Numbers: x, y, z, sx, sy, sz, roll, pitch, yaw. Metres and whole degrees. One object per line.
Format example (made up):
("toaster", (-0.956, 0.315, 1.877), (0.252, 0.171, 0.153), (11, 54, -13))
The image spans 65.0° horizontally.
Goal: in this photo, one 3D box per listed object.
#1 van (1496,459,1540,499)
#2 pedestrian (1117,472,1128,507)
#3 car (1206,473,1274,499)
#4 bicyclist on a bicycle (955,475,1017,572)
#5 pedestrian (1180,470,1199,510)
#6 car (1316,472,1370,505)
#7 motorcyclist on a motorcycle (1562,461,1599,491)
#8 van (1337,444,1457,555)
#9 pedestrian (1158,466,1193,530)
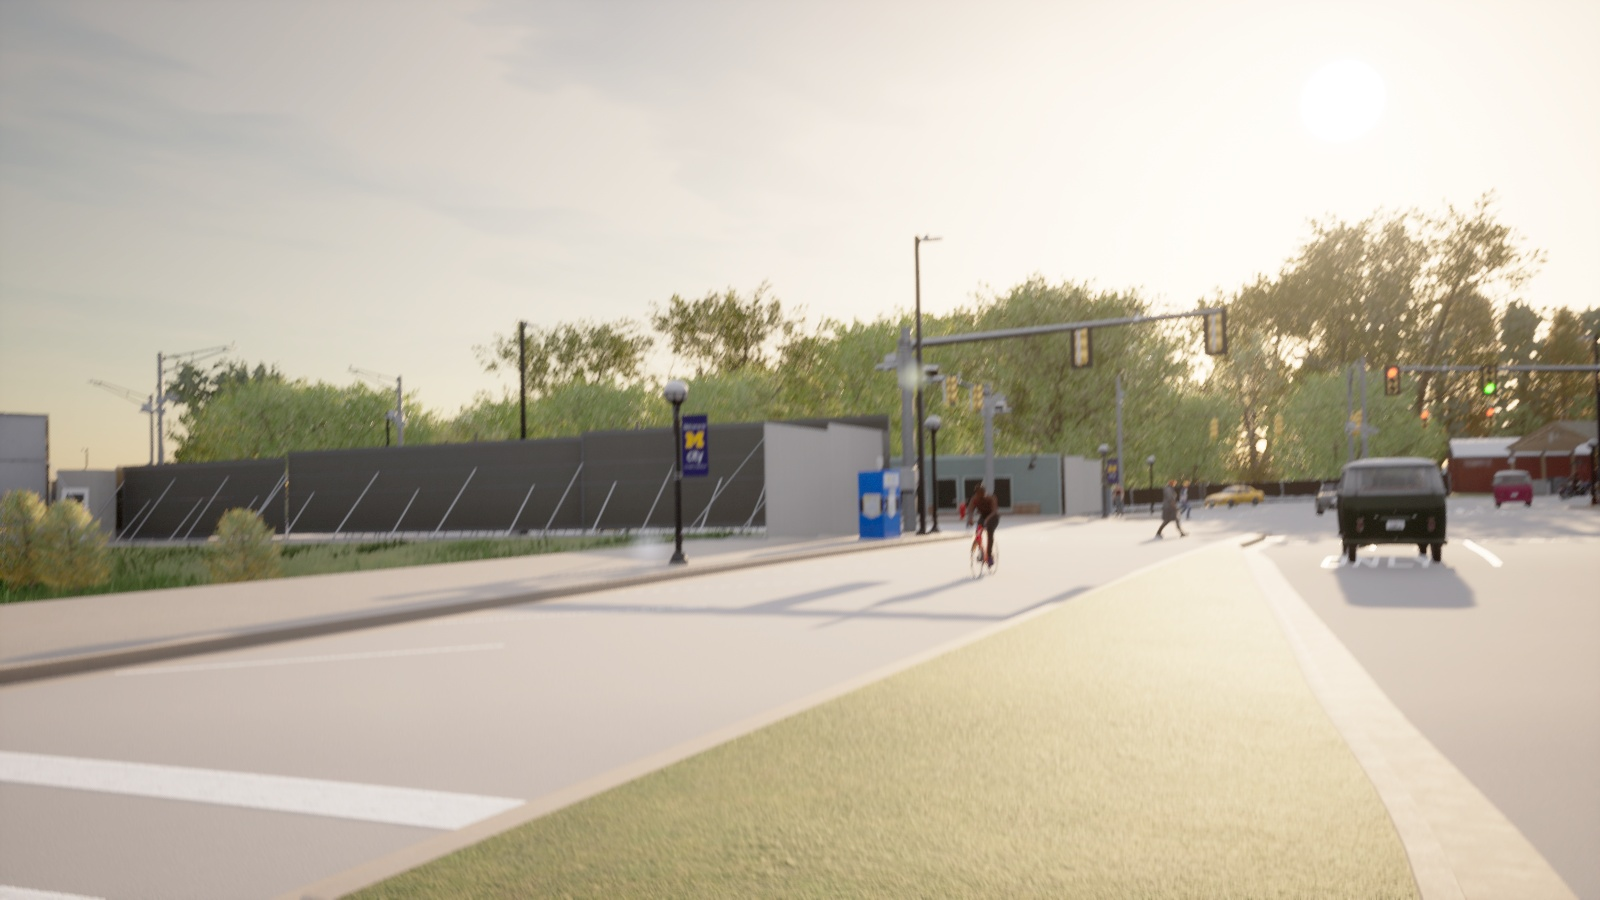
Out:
("van", (39.507, 1.577, 69.137), (1.775, 1.987, 4.442), (-4, -1, 27))
("pedestrian", (17.330, 2.130, 67.487), (0.345, 1.836, 0.594), (-2, -1, 29))
("car", (31.652, 2.606, 90.281), (5.366, 1.575, 1.801), (-2, -1, -36))
("bicyclist on a bicycle", (3.278, 1.267, 22.046), (0.582, 1.620, 1.656), (-2, -1, 25))
("pedestrian", (18.206, 1.876, 58.693), (0.706, 1.836, 0.354), (-2, -1, 41))
("car", (25.983, 1.870, 60.245), (2.128, 1.511, 4.902), (-2, -3, 21))
("motorcyclist on a motorcycle", (45.988, 1.502, 73.295), (2.350, 1.649, 0.766), (-3, -4, 19))
("van", (11.791, 0.959, 25.032), (1.775, 1.987, 4.442), (-2, -2, 21))
("pedestrian", (11.668, 1.481, 39.030), (0.873, 1.952, 0.659), (-2, -1, 28))
